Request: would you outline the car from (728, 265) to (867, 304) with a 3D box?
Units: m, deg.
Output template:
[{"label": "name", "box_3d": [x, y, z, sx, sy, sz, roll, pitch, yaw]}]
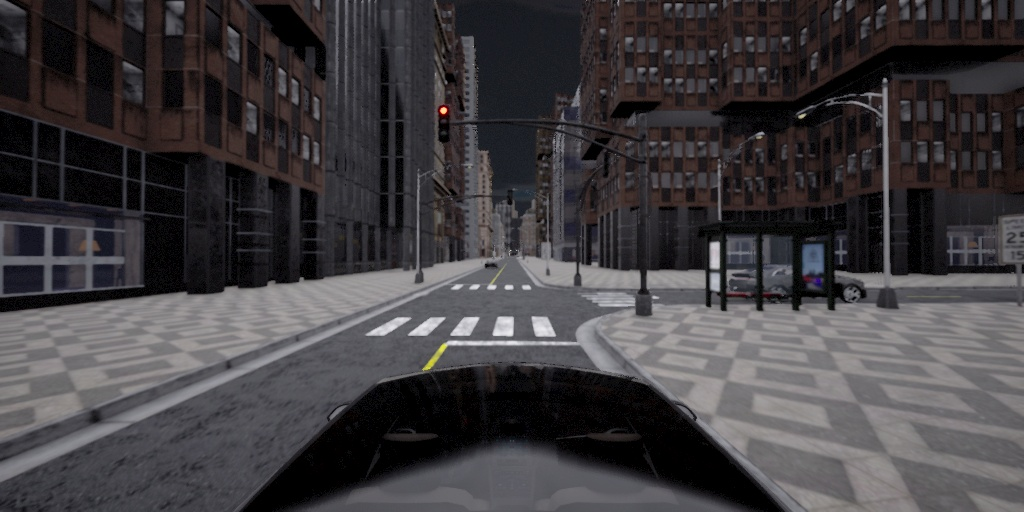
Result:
[{"label": "car", "box_3d": [11.543, 1.099, 14.641, 4.902, 1.511, 2.128, 0, -1, 0]}]

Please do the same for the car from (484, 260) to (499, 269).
[{"label": "car", "box_3d": [-2.932, 1.173, 51.386, 1.895, 1.301, 4.718, 0, 0, 0]}]
